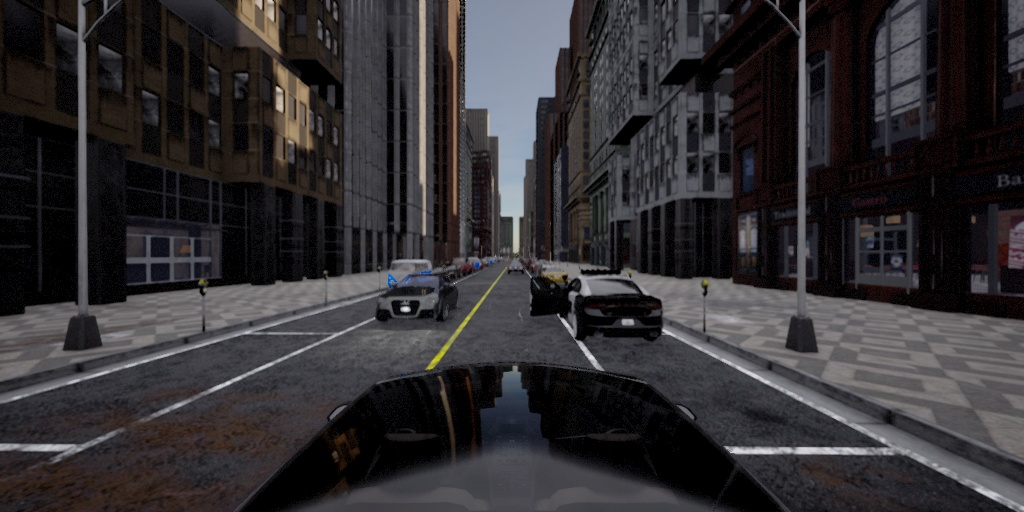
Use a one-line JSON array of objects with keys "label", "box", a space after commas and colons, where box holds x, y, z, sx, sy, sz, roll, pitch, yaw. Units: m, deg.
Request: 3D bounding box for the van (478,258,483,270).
[{"label": "van", "box": [-5.332, 1.097, 48.164, 1.690, 1.789, 3.998, 0, 0, 1]}]

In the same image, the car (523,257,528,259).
[{"label": "car", "box": [3.245, 1.073, 53.731, 2.192, 1.841, 5.009, 0, 0, 1]}]

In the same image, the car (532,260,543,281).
[{"label": "car", "box": [3.036, 1.305, 31.186, 2.007, 1.370, 4.403, 0, 0, 1]}]

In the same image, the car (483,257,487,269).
[{"label": "car", "box": [-5.280, 1.198, 53.800, 1.967, 1.591, 4.097, 0, 0, 1]}]

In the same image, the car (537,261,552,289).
[{"label": "car", "box": [2.985, 1.279, 25.720, 1.751, 1.417, 4.829, 0, 0, 1]}]

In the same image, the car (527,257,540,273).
[{"label": "car", "box": [3.140, 1.196, 42.458, 1.967, 1.591, 4.097, 0, 0, 1]}]

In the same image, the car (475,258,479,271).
[{"label": "car", "box": [-5.384, 1.301, 42.527, 1.888, 1.381, 4.507, 0, 0, 1]}]

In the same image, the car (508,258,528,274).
[{"label": "car", "box": [0.454, 1.303, 41.224, 2.033, 1.411, 5.357, 0, 0, 1]}]

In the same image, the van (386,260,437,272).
[{"label": "van", "box": [-5.593, 1.093, 19.981, 1.690, 1.789, 3.998, 0, 0, 1]}]

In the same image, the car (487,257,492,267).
[{"label": "car", "box": [-5.176, 1.200, 65.074, 1.967, 1.591, 4.097, 0, 0, 1]}]

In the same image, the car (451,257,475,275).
[{"label": "car", "box": [-5.437, 1.069, 36.890, 2.192, 1.841, 5.009, 0, 0, 1]}]

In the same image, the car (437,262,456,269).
[{"label": "car", "box": [-5.541, 1.318, 25.618, 1.948, 1.339, 4.313, 0, 0, 1]}]

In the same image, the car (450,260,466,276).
[{"label": "car", "box": [-5.489, 1.319, 31.254, 1.948, 1.339, 4.313, 0, 0, 1]}]

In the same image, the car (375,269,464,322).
[{"label": "car", "box": [-3.004, 1.315, 12.152, 1.994, 1.385, 4.181, 0, 0, 1]}]

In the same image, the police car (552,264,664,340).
[{"label": "police car", "box": [2.445, 1.176, 10.070, 1.930, 1.638, 5.238, 0, 0, 1]}]
